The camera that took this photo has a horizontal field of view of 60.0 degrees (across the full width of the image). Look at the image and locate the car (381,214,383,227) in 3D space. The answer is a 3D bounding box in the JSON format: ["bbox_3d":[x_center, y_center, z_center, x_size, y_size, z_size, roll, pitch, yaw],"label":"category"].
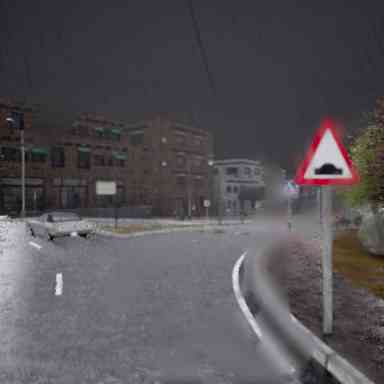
[{"bbox_3d":[28.210,3.898,44.729,4.553,1.767,2.185,-1,-4,35],"label":"car"}]

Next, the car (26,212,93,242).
[{"bbox_3d":[-7.033,1.708,17.317,1.895,1.301,4.718,-1,0,-42],"label":"car"}]

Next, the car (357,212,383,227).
[{"bbox_3d":[18.666,2.929,31.277,4.892,1.521,2.231,-1,-4,35],"label":"car"}]

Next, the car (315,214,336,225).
[{"bbox_3d":[18.554,3.833,46.262,1.882,1.535,5.008,-1,-4,35],"label":"car"}]

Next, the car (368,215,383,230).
[{"bbox_3d":[21.864,3.305,35.746,4.892,1.521,2.231,-1,-4,35],"label":"car"}]

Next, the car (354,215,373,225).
[{"bbox_3d":[27.493,4.488,53.217,2.128,1.511,4.902,-1,-4,35],"label":"car"}]

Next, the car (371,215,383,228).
[{"bbox_3d":[24.896,3.669,40.337,5.366,1.575,1.946,-1,-4,35],"label":"car"}]

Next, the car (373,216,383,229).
[{"bbox_3d":[23.473,3.519,37.967,4.792,1.488,2.163,-1,-4,35],"label":"car"}]

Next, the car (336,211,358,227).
[{"bbox_3d":[21.469,3.572,44.757,2.150,2.045,5.566,-1,-4,35],"label":"car"}]

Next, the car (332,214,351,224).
[{"bbox_3d":[24.606,4.483,54.765,1.882,1.535,5.008,-1,-4,35],"label":"car"}]
